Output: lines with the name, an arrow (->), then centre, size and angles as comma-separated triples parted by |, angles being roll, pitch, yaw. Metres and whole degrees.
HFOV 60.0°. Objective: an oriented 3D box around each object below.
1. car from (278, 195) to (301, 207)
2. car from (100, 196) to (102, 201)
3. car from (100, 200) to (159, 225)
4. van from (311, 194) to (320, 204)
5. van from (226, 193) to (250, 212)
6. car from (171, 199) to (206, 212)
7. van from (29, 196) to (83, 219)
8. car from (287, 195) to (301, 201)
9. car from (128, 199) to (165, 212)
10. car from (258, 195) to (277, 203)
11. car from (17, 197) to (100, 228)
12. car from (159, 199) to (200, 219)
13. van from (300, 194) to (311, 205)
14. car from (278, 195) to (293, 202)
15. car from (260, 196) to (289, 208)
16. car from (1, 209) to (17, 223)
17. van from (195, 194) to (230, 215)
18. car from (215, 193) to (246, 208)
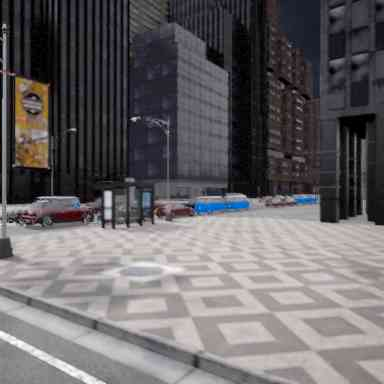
car -> 14.998, 1.562, 51.682 | 1.802, 1.307, 4.206 | 0, 0, 35
car -> -8.419, 1.273, 33.509 | 2.192, 1.841, 5.009 | 0, 0, 35
car -> -4.771, 1.541, 23.940 | 2.008, 1.369, 4.403 | 0, 0, 35
van -> 21.589, 1.322, 60.929 | 1.690, 1.788, 3.998 | 0, 0, 35
van -> 5.114, 1.322, 37.811 | 1.690, 1.788, 3.998 | 0, 0, 35
car -> -0.346, 1.563, 40.241 | 1.895, 1.301, 4.718 | 0, 0, 36
van -> -11.714, 1.303, 28.886 | 1.690, 1.788, 3.998 | 0, 0, 35
car -> 24.530, 1.520, 79.745 | 1.947, 1.339, 4.313 | 0, 0, 35
car -> -5.124, 1.537, 38.134 | 1.802, 1.307, 4.206 | 0, 0, 35
car -> 14.645, 1.503, 65.875 | 2.008, 1.369, 4.403 | 0, 0, 35
car -> -8.941, 1.336, 22.666 | 2.097, 1.767, 4.553 | 0, 0, 35
car -> -1.476, 1.568, 28.564 | 1.802, 1.307, 4.206 | 0, 0, 35
van -> 18.294, 1.322, 56.305 | 1.690, 1.788, 3.998 | 0, 0, 35
car -> 21.136, 1.479, 74.983 | 1.752, 1.417, 4.829 | 0, 0, 35
car -> 11.703, 1.562, 47.058 | 1.802, 1.307, 4.206 | 0, 0, 35
car -> -11.476, 1.499, 24.629 | 1.812, 1.442, 4.674 | 0, 0, 37
van -> 1.820, 1.324, 33.187 | 1.690, 1.788, 3.998 | 0, 0, 35
car -> 5.728, 1.182, 48.684 | 2.150, 2.045, 5.566 | 0, 0, 36
